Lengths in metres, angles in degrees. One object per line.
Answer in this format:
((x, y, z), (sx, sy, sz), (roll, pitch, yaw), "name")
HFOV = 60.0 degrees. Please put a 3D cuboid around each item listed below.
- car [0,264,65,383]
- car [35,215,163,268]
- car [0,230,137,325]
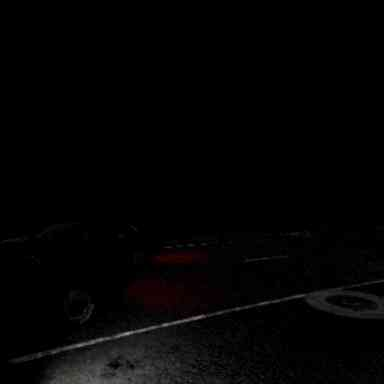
((-3.272, 1.491, 1.234), (4.892, 1.490, 1.837), (1, -1, -36), "car")
((-3.263, 1.482, 9.808), (4.892, 1.490, 1.837), (0, 0, -31), "car")
((-3.536, 1.585, 5.560), (4.718, 1.301, 1.895), (0, 0, -33), "car")
